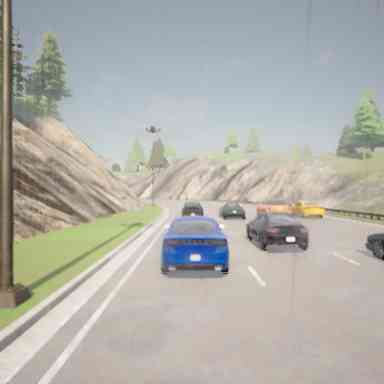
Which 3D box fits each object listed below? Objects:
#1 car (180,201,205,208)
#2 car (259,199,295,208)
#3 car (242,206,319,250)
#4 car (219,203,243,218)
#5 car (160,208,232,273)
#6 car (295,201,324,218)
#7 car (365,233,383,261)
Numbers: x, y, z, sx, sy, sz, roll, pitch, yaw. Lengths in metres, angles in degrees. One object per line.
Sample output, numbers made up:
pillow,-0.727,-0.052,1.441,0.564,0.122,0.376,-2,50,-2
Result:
car,0.042,1.580,29.367,1.837,1.490,4.892,0,0,-1
car,7.043,1.425,29.005,2.097,1.767,4.553,0,0,-1
car,3.572,1.562,14.361,1.812,1.442,4.674,0,0,0
car,3.530,1.640,29.810,1.994,1.385,4.181,0,0,-1
car,0.084,1.506,10.799,1.882,1.535,5.008,0,0,0
car,10.510,1.554,30.837,1.882,1.535,5.008,0,0,-1
car,7.088,1.570,9.408,2.033,1.411,5.357,0,0,0
